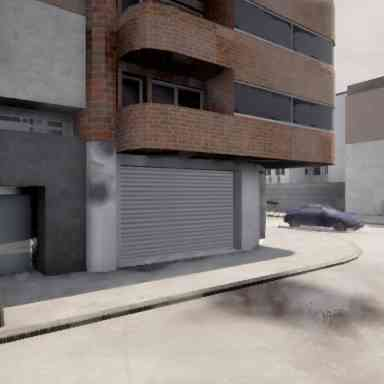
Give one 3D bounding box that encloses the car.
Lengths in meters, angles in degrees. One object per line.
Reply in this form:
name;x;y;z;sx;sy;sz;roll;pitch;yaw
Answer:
car;7.756;1.525;19.952;1.812;1.442;4.674;0;0;-40
